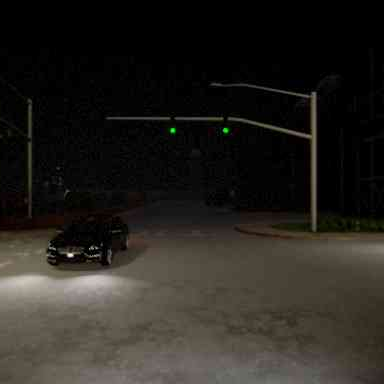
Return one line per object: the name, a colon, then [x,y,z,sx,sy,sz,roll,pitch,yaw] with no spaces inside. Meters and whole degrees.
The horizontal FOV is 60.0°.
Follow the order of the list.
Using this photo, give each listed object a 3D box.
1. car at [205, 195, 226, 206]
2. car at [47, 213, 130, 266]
car: [4.212,1.516,59.561,1.905,1.878,3.866,-7,3,-42]
car: [-3.489,1.575,11.976,1.837,1.490,4.892,0,0,0]
